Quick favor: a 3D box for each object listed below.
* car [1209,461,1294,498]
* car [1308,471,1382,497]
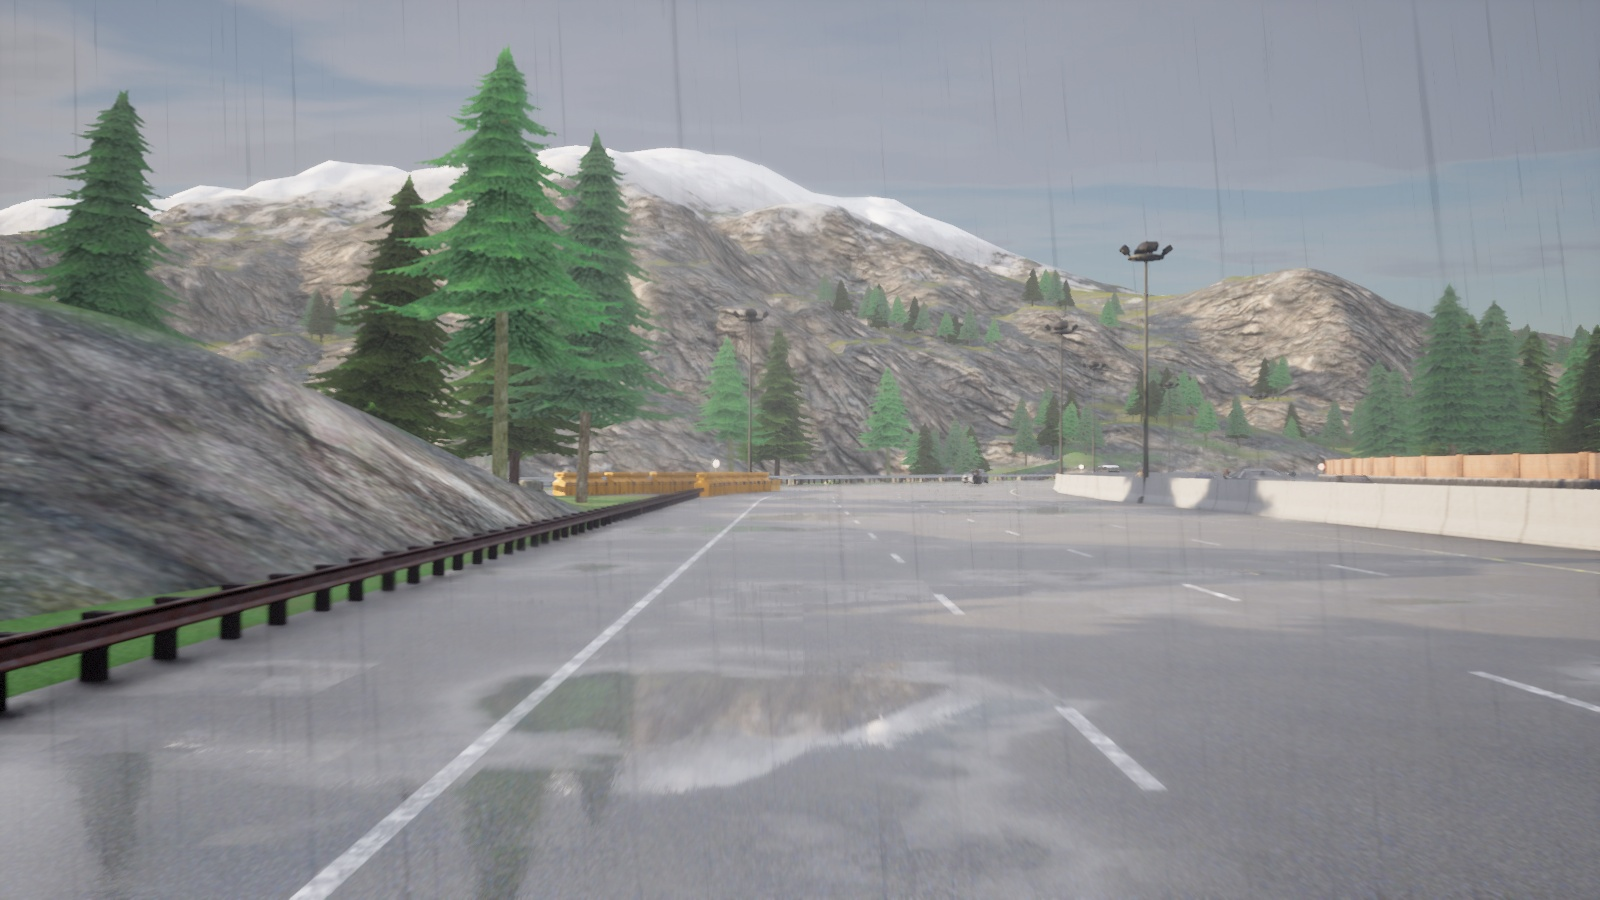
[{"bbox_3d":[20.870,1.334,58.299,2.152,1.651,5.027,0,-1,0],"label":"car"},{"bbox_3d":[27.979,1.718,64.678,1.895,1.301,4.718,0,-1,2],"label":"car"}]
